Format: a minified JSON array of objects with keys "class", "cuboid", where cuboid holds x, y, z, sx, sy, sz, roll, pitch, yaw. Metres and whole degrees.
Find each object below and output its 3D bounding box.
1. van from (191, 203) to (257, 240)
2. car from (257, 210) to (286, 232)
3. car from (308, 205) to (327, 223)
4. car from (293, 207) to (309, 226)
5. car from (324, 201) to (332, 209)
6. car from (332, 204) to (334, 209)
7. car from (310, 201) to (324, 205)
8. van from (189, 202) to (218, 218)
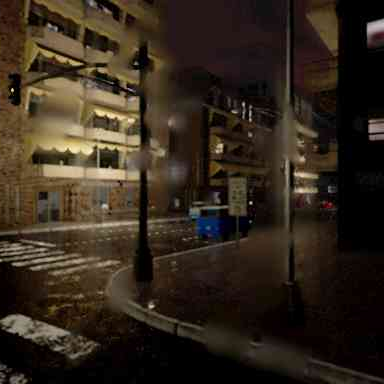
[{"class":"van","cuboid":[1.918,1.693,18.972,1.690,1.788,3.998,-1,-2,35]},{"class":"car","cuboid":[4.976,2.024,23.590,1.947,1.339,4.313,-1,-2,35]},{"class":"car","cuboid":[11.369,2.222,32.638,2.008,1.369,4.403,-1,-2,35]},{"class":"car","cuboid":[8.172,2.147,28.113,1.802,1.307,4.206,-1,-2,35]},{"class":"car","cuboid":[26.893,2.709,69.087,2.192,1.841,5.009,-1,-2,35]},{"class":"car","cuboid":[30.091,3.044,73.606,1.887,1.381,4.507,-1,-2,35]},{"class":"car","cuboid":[23.698,2.869,64.556,1.802,1.307,4.206,-1,-2,35]},{"class":"van","cuboid":[1.324,1.882,32.893,1.690,1.788,3.998,-1,-2,35]}]
